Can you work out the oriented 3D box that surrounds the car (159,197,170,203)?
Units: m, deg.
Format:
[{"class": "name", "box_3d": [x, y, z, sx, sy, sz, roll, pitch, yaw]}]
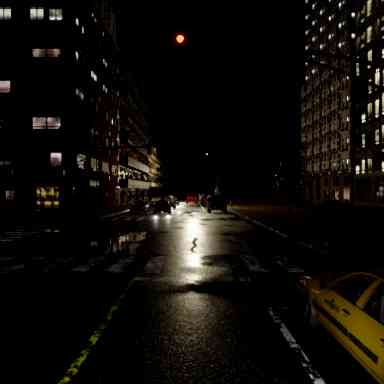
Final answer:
[{"class": "car", "box_3d": [-5.696, 1.637, 69.556, 1.802, 1.307, 4.206, 0, 0, 0]}]

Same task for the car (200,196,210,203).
[{"class": "car", "box_3d": [2.684, 1.600, 69.556, 1.887, 1.381, 4.507, 0, 0, 0]}]

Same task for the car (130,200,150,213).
[{"class": "car", "box_3d": [-5.694, 1.562, 36.396, 2.008, 1.369, 4.403, 0, 0, 0]}]

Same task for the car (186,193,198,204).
[{"class": "car", "box_3d": [-0.003, 1.270, 65.203, 2.150, 2.045, 5.566, 0, 0, 0]}]

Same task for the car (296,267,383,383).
[{"class": "car", "box_3d": [2.686, 1.525, 4.154, 1.752, 1.417, 4.829, 0, 0, 0]}]

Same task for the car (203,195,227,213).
[{"class": "car", "box_3d": [2.684, 1.326, 36.397, 2.192, 1.841, 5.009, 0, 0, 0]}]

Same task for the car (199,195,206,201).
[{"class": "car", "box_3d": [2.683, 1.611, 86.306, 1.752, 1.417, 4.829, 0, 0, 0]}]

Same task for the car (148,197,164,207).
[{"class": "car", "box_3d": [-5.696, 1.580, 52.975, 2.008, 1.369, 4.403, 0, 0, 0]}]

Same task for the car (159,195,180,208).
[{"class": "car", "box_3d": [-3.090, 1.567, 45.432, 2.033, 1.411, 5.357, 0, 0, 0]}]

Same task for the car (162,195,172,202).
[{"class": "car", "box_3d": [-5.697, 1.505, 75.082, 1.967, 1.590, 4.097, 0, 0, 0]}]

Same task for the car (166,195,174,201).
[{"class": "car", "box_3d": [-5.697, 1.611, 85.966, 1.752, 1.417, 4.829, 0, 0, 0]}]

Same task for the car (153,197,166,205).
[{"class": "car", "box_3d": [-5.696, 1.582, 58.501, 1.887, 1.381, 4.507, 0, 0, 0]}]

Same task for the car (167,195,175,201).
[{"class": "car", "box_3d": [-5.697, 1.642, 91.661, 1.887, 1.381, 4.507, 0, 0, 0]}]

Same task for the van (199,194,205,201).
[{"class": "van", "box_3d": [2.682, 1.439, 91.662, 1.690, 1.788, 3.998, 0, 0, 0]}]

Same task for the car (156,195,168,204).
[{"class": "car", "box_3d": [-5.697, 1.487, 64.029, 1.967, 1.590, 4.097, 0, 0, 0]}]

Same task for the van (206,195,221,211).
[{"class": "van", "box_3d": [2.684, 1.357, 41.922, 1.690, 1.788, 3.998, 0, 0, 0]}]

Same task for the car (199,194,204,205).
[{"class": "car", "box_3d": [2.683, 1.353, 58.502, 2.192, 1.841, 5.009, 0, 0, 0]}]

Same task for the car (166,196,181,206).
[{"class": "car", "box_3d": [-3.048, 1.525, 55.625, 2.128, 1.511, 4.902, 0, 0, 0]}]

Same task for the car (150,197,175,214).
[{"class": "car", "box_3d": [-3.123, 1.558, 35.304, 2.033, 1.411, 5.357, 0, 0, -4]}]
